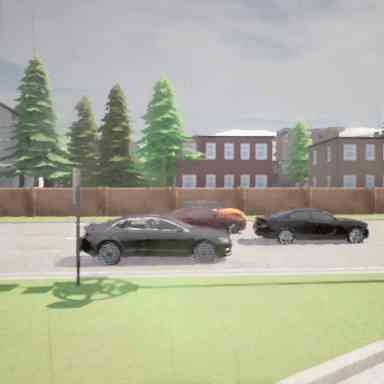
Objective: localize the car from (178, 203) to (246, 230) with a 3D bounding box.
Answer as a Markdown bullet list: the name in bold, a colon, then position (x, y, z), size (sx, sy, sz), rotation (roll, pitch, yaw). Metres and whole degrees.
- **car**: position (0.559, 1.507, 18.108), size (4.674, 1.442, 1.812), rotation (0, 0, -4)

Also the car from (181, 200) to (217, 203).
- **car**: position (1.154, 1.328, 21.655), size (4.553, 1.767, 2.097), rotation (0, 0, -4)

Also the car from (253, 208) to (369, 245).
- **car**: position (5.278, 1.457, 14.918), size (5.008, 1.535, 1.882), rotation (0, 0, -4)

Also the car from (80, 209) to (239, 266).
- **car**: position (-1.156, 1.480, 10.976), size (4.902, 1.511, 2.128), rotation (0, 0, -4)
